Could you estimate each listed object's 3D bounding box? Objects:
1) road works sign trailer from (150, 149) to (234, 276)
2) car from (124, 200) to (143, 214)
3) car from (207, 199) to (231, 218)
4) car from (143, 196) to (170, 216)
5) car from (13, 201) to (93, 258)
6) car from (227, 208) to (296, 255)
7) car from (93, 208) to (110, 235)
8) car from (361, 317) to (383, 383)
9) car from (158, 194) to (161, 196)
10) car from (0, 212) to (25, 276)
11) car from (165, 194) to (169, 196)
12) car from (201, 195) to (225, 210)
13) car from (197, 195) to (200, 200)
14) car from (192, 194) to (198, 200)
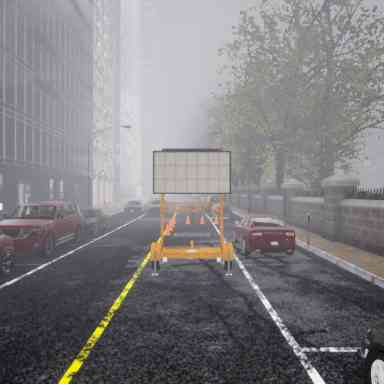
[{"bbox_3d":[-0.002,0.461,10.340,2.380,3.560,2.880,0,0,0],"label":"road works sign trailer"},{"bbox_3d":[-6.034,1.515,35.311,1.947,1.339,4.313,0,0,-1],"label":"car"},{"bbox_3d":[2.616,1.548,29.717,1.802,1.307,4.206,0,0,-1],"label":"car"},{"bbox_3d":[-3.141,1.438,31.676,1.882,1.535,5.008,0,0,-1],"label":"car"},{"bbox_3d":[-5.834,1.310,13.003,2.192,1.841,5.009,0,0,0],"label":"car"},{"bbox_3d":[2.691,1.540,13.060,1.887,1.381,4.507,0,0,0],"label":"car"},{"bbox_3d":[-5.835,1.553,18.565,1.947,1.339,4.313,0,0,0],"label":"car"},{"bbox_3d":[2.692,1.551,1.938,2.008,1.369,4.403,0,0,0],"label":"car"},{"bbox_3d":[-6.623,1.457,57.551,1.802,1.307,4.206,0,0,-2],"label":"car"},{"bbox_3d":[-5.834,1.439,7.445,1.967,1.590,4.097,0,0,0],"label":"car"},{"bbox_3d":[-7.211,1.112,79.782,2.192,1.841,5.009,0,0,-2],"label":"car"},{"bbox_3d":[2.497,1.266,35.282,2.192,1.841,5.009,0,0,-2],"label":"car"},{"bbox_3d":[2.201,1.465,46.399,2.008,1.369,4.403,0,0,-2],"label":"car"},{"bbox_3d":[1.169,1.330,85.304,2.008,1.369,4.403,0,0,-2],"label":"car"}]
